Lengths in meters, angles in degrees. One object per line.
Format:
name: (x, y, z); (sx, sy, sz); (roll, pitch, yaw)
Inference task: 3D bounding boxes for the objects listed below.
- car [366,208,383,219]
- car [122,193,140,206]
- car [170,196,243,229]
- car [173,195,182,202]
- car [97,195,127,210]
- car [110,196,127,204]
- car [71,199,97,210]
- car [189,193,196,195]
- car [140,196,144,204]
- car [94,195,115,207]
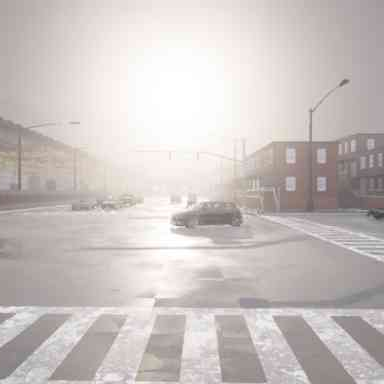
car: (17.060, 1.547, 26.712); (5.357, 1.411, 2.033); (0, 0, 0)
car: (-10.516, 1.221, 54.473); (2.150, 2.045, 5.566); (0, 0, 0)
car: (0.884, 1.352, 21.311); (4.553, 1.767, 2.097); (0, 0, -21)
car: (-3.426, 1.478, 80.557); (1.882, 1.535, 5.008); (0, 0, 0)
car: (-10.534, 1.547, 44.189); (2.033, 1.411, 5.357); (0, 0, 0)
car: (-13.980, 1.492, 63.434); (2.128, 1.511, 4.902); (0, 0, 0)
car: (-14.039, 1.601, 43.285); (1.895, 1.301, 4.718); (0, 0, 0)
car: (0.074, 1.225, 80.334); (2.150, 2.045, 5.566); (0, 0, 0)
car: (-10.475, 1.505, 64.927); (1.837, 1.490, 4.892); (0, 0, 1)
car: (-14.016, 1.352, 53.371); (2.097, 1.767, 4.553); (0, 0, 0)
